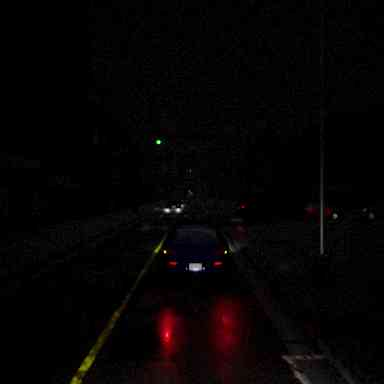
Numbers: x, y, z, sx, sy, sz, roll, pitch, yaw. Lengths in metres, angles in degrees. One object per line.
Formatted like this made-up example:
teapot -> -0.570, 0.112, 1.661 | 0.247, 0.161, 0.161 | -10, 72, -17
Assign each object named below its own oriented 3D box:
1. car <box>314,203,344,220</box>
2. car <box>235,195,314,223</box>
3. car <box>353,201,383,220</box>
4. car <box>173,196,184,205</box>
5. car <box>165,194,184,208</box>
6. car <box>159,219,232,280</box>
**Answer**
car -> 10.371, 1.594, 27.979 | 4.507, 1.381, 1.887 | 0, 0, 0
car -> 6.131, 1.282, 25.681 | 5.566, 2.045, 2.150 | 0, -2, -12
car -> 15.835, 1.483, 27.975 | 4.097, 1.590, 1.967 | 0, 0, 0
car -> -2.742, 1.632, 67.888 | 2.097, 1.767, 4.553 | 0, 0, 0
car -> -2.823, 1.384, 50.481 | 2.150, 2.045, 5.566 | 0, 0, 0
car -> 0.091, 1.536, 9.883 | 1.812, 1.442, 4.674 | 0, 0, 0
